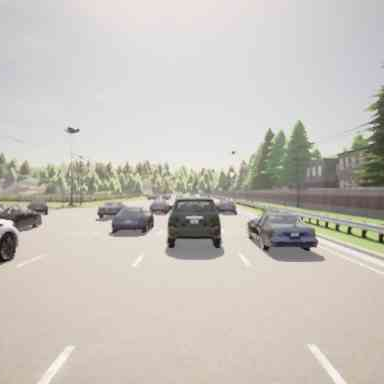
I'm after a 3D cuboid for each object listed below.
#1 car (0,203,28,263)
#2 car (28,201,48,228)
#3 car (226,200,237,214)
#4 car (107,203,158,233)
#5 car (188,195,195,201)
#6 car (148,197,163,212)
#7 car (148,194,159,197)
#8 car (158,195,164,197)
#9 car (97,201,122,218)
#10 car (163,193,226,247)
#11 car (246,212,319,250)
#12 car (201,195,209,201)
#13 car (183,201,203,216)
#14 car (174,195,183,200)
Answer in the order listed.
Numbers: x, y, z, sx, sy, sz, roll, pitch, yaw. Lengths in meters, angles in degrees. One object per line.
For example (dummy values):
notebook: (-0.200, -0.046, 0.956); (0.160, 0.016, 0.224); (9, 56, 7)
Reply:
car: (-6.911, 1.218, 8.850); (2.150, 2.045, 5.566); (0, 0, 0)
car: (-10.408, 1.475, 19.035); (2.128, 1.511, 4.902); (0, 0, 0)
car: (3.583, 1.541, 35.627); (1.994, 1.385, 4.181); (0, 0, 0)
car: (-3.409, 1.550, 19.755); (1.994, 1.385, 4.181); (0, 0, 0)
car: (-0.044, 1.436, 87.381); (1.837, 1.490, 4.892); (0, 0, 0)
car: (-3.418, 1.540, 35.551); (1.994, 1.385, 4.181); (0, 0, 0)
car: (-10.544, 1.435, 87.375); (1.837, 1.490, 4.892); (0, 0, 0)
car: (-7.044, 1.436, 87.377); (1.837, 1.490, 4.892); (0, 0, 0)
car: (-6.914, 1.526, 29.535); (2.033, 1.411, 5.357); (0, 0, 0)
car: (0.092, 1.212, 15.208); (2.150, 2.045, 5.566); (0, 0, 0)
car: (3.593, 1.539, 14.144); (2.033, 1.411, 5.357); (0, 0, 0)
car: (3.456, 1.436, 87.382); (1.837, 1.490, 4.892); (0, 0, 0)
car: (0.084, 1.579, 33.435); (1.895, 1.301, 4.718); (0, 0, 0)
car: (-3.545, 1.489, 87.795); (1.994, 1.385, 4.181); (0, 0, 0)
